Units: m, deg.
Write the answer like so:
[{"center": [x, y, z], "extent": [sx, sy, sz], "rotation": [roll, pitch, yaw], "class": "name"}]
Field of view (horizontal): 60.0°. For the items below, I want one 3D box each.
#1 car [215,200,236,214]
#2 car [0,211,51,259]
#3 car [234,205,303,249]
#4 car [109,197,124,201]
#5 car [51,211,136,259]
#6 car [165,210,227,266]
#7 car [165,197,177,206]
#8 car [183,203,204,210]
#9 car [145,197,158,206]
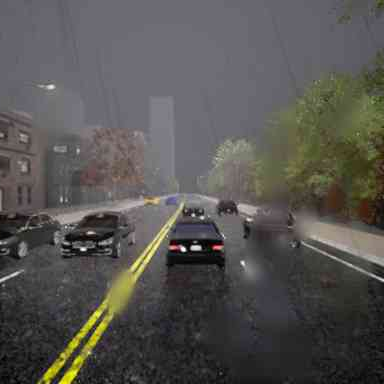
[{"center": [3.366, 1.514, 33.002], "extent": [1.882, 1.535, 5.008], "rotation": [0, 0, 0], "class": "car"}, {"center": [-6.594, 1.520, 12.663], "extent": [1.837, 1.490, 4.892], "rotation": [0, 0, 0], "class": "car"}, {"center": [3.357, 1.508, 14.605], "extent": [2.128, 1.511, 4.902], "rotation": [0, 0, 0], "class": "car"}, {"center": [-20.647, 1.927, 90.363], "extent": [4.313, 1.339, 1.947], "rotation": [-1, 1, -1], "class": "car"}, {"center": [-3.345, 1.520, 12.670], "extent": [1.837, 1.490, 4.892], "rotation": [0, 0, 0], "class": "car"}, {"center": [0.106, 1.560, 11.500], "extent": [2.033, 1.411, 5.357], "rotation": [0, 0, 0], "class": "car"}, {"center": [-3.431, 1.540, 55.156], "extent": [1.882, 1.535, 5.008], "rotation": [0, 0, 0], "class": "car"}, {"center": [0.115, 1.635, 30.197], "extent": [1.895, 1.301, 4.718], "rotation": [0, 0, 0], "class": "car"}, {"center": [-6.680, 1.541, 55.102], "extent": [1.882, 1.535, 5.008], "rotation": [0, 0, 0], "class": "car"}]
